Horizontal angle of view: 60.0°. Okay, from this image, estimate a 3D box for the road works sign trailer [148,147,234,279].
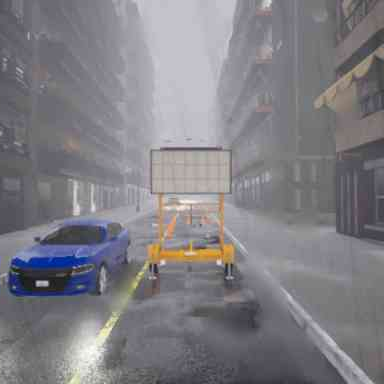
[{"bbox_3d":[-0.029,0.467,9.999,2.380,3.560,2.880,0,0,0],"label":"road works sign trailer"}]

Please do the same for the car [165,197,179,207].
[{"bbox_3d":[-2.948,1.536,51.970,1.812,1.442,4.674,0,0,0],"label":"car"}]

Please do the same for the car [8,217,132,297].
[{"bbox_3d":[-2.868,1.480,8.853,1.882,1.535,5.008,0,0,0],"label":"car"}]
